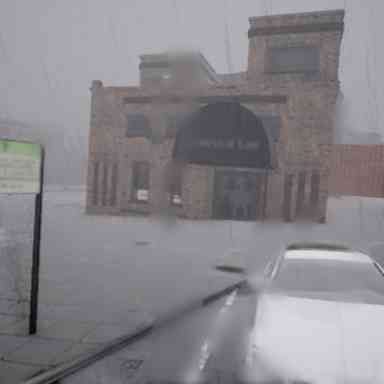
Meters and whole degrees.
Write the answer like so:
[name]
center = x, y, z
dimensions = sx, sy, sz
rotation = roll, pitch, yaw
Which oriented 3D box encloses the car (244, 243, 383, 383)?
[car]
center = 1.836, 1.512, 4.618
dimensions = 2.002, 1.452, 4.674
rotation = 1, -1, 15
